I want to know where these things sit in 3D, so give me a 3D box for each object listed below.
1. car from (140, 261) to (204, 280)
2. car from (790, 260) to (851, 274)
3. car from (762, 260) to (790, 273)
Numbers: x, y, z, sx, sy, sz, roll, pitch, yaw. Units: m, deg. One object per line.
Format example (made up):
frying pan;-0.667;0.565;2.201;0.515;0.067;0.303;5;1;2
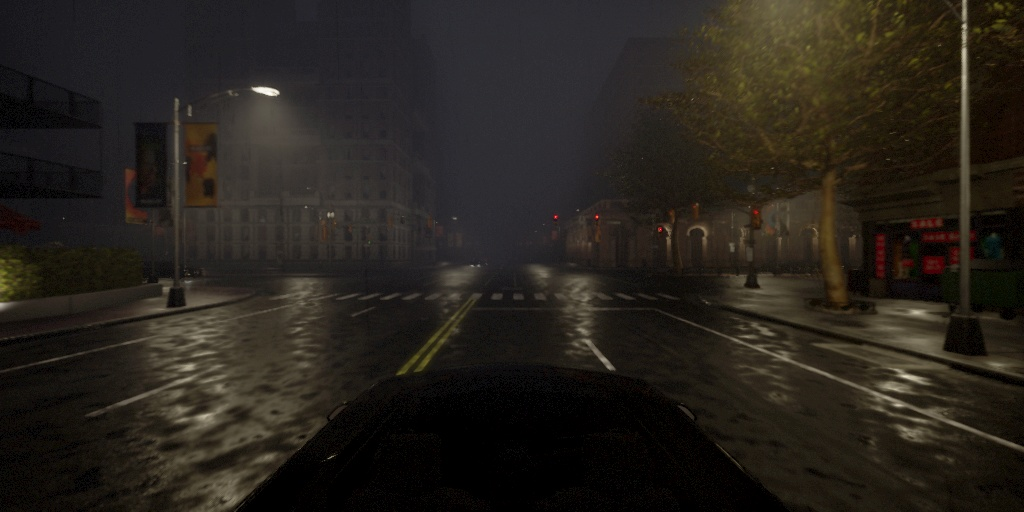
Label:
car;-28.199;1.168;29.449;4.892;1.490;1.837;0;0;0
car;32.304;1.142;37.280;4.892;1.490;1.837;0;0;1
car;31.685;1.175;40.781;5.357;1.411;2.033;0;0;1
